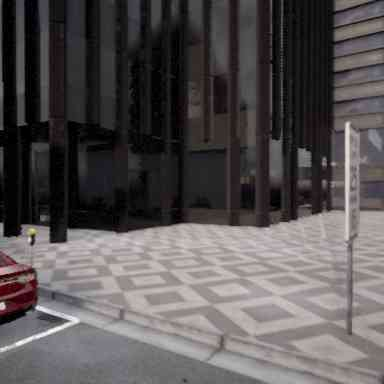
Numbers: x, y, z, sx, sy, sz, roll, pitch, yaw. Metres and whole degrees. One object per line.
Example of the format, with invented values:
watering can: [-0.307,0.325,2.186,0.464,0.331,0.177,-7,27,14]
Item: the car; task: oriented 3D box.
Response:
car: [-4.685,1.567,6.103,4.507,1.381,1.887,0,1,34]
